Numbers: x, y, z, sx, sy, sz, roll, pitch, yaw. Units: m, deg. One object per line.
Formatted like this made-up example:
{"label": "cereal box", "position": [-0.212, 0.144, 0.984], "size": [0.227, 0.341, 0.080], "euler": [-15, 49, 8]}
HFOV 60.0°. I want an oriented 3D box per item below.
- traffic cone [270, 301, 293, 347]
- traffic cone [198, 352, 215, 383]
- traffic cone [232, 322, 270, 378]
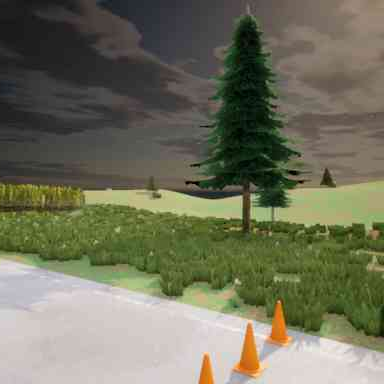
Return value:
{"label": "traffic cone", "position": [1.320, 1.955, 5.050], "size": [0.340, 0.580, 0.340], "euler": [0, 0, 36]}
{"label": "traffic cone", "position": [0.150, 1.955, 3.427], "size": [0.340, 0.580, 0.340], "euler": [0, 0, 36]}
{"label": "traffic cone", "position": [0.735, 1.955, 4.239], "size": [0.340, 0.580, 0.340], "euler": [0, 0, 36]}
